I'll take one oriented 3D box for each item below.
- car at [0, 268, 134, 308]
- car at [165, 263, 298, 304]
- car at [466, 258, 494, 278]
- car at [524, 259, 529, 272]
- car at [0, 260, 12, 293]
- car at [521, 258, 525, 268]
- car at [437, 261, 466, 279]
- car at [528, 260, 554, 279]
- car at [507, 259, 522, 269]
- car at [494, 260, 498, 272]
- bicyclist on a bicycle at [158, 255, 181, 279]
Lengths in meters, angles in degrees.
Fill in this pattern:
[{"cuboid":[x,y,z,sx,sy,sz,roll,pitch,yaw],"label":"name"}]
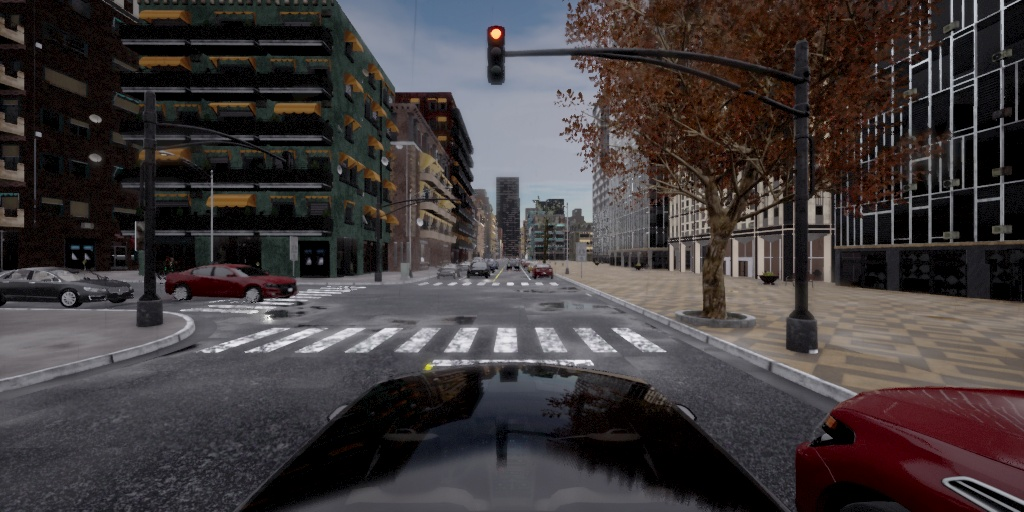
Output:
[{"cuboid":[-16.420,1.091,12.991,4.403,1.370,2.007,0,0,0],"label":"car"},{"cuboid":[-11.800,1.097,15.252,5.008,1.535,1.882,1,0,4],"label":"car"},{"cuboid":[-3.051,1.241,33.676,1.882,1.535,5.008,0,0,0],"label":"car"},{"cuboid":[2.747,1.298,43.616,1.751,1.417,4.829,0,0,0],"label":"car"},{"cuboid":[-25.586,0.909,15.501,4.902,1.511,2.128,1,0,-1],"label":"car"},{"cuboid":[2.769,1.375,60.043,1.802,1.307,4.207,0,0,0],"label":"car"},{"cuboid":[-5.648,1.312,32.392,2.007,1.370,4.403,0,0,0],"label":"car"},{"cuboid":[2.732,1.307,32.381,1.888,1.381,4.507,0,0,0],"label":"car"},{"cuboid":[0.172,1.388,55.544,1.895,1.301,4.718,0,0,0],"label":"car"},{"cuboid":[-3.025,1.374,43.700,1.895,1.301,4.718,0,0,0],"label":"car"},{"cuboid":[-23.138,0.761,24.260,0.582,1.620,1.656,1,0,-1],"label":"bicyclist on a bicycle"}]
